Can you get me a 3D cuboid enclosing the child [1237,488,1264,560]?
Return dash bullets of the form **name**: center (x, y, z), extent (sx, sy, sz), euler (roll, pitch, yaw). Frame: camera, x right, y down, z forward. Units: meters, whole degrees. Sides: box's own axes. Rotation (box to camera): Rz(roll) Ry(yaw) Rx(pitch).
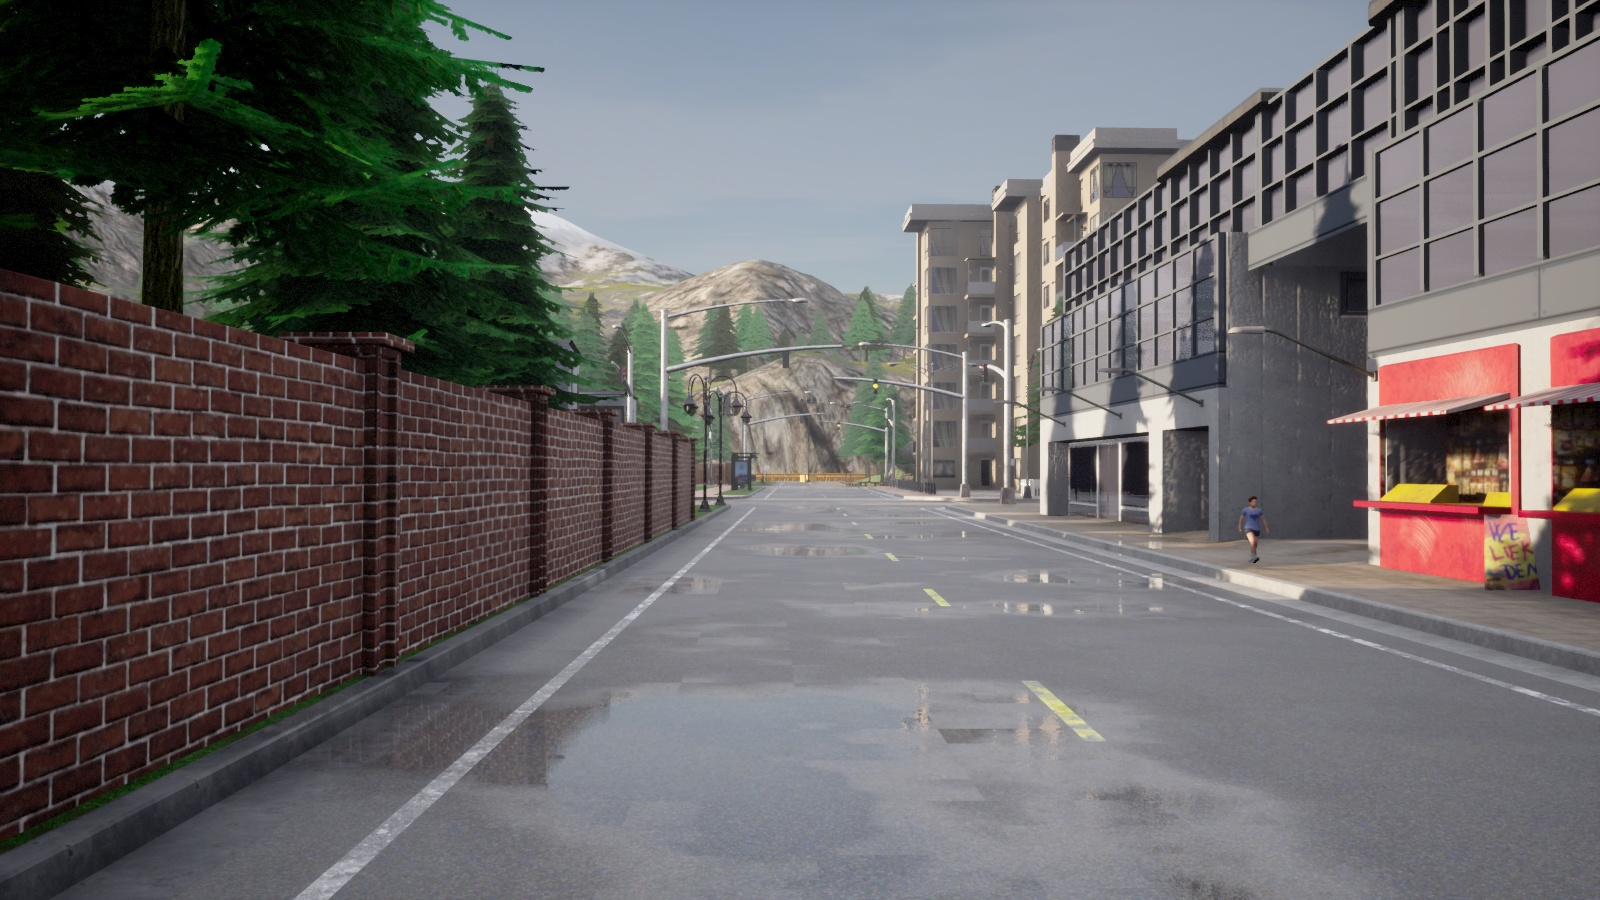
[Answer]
- **child**: center (7.049, 1.157, 19.656), extent (0.255, 1.110, 0.394), euler (0, -1, -3)
